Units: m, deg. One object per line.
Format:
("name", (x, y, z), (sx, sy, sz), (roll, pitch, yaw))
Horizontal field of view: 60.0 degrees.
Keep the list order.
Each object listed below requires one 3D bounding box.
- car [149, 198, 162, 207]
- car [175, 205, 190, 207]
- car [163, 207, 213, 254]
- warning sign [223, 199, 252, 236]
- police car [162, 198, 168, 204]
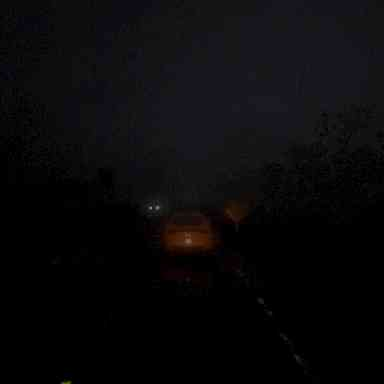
("car", (-7.398, 2.225, 65.274), (1.994, 1.385, 4.181), (0, -1, -7))
("car", (-0.842, 1.815, 28.985), (1.812, 1.442, 4.674), (0, 0, -3))
("car", (-0.188, 1.620, 14.314), (1.882, 1.535, 5.008), (0, 0, -1))
("warning sign", (2.358, 1.287, 17.306), (1.300, 1.860, 1.060), (0, 0, -2))
("police car", (-7.800, 2.371, 92.177), (1.930, 1.638, 5.238), (0, -1, -11))
